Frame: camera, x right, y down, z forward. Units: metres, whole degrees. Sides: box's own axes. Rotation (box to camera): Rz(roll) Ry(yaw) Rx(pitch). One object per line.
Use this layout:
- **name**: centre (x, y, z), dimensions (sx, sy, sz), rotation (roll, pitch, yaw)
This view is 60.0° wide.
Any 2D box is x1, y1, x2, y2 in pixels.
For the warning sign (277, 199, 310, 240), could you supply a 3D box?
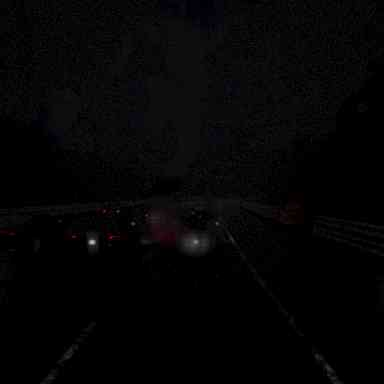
- **warning sign**: centre (4.794, 1.267, 15.816), dimensions (1.300, 1.860, 1.060), rotation (0, 0, 2)

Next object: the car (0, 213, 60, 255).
- **car**: centre (-6.777, 1.612, 14.076), dimensions (1.882, 1.535, 5.008), rotation (0, 0, 2)

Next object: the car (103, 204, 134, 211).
- **car**: centre (-6.186, 1.760, 28.278), dimensions (2.128, 1.511, 4.902), rotation (0, 0, 4)

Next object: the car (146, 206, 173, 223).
- **car**: centre (-2.709, 1.864, 27.848), dimensions (1.895, 1.301, 4.718), rotation (0, -1, 4)

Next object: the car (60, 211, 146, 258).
- **car**: centre (-3.308, 1.692, 13.287), dimensions (1.994, 1.385, 4.181), rotation (0, 0, 2)

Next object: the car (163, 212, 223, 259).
- **car**: centre (0.189, 1.691, 13.147), dimensions (1.994, 1.385, 4.181), rotation (0, 0, 2)

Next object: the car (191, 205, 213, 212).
- **car**: centre (0.831, 1.793, 28.314), dimensions (1.812, 1.442, 4.674), rotation (0, 0, 4)
